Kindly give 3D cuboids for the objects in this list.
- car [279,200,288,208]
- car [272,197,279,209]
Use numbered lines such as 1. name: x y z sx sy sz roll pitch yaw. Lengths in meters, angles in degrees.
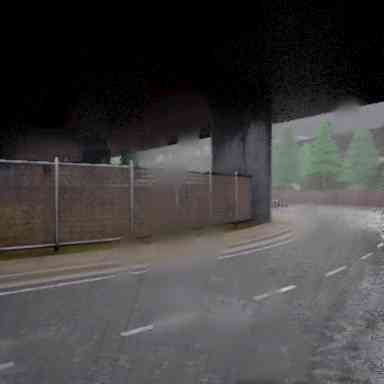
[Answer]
1. car: 11.187 1.492 46.030 1.812 1.442 4.674 0 0 -28
2. car: 8.591 1.448 43.465 1.882 1.535 5.008 0 0 -27
